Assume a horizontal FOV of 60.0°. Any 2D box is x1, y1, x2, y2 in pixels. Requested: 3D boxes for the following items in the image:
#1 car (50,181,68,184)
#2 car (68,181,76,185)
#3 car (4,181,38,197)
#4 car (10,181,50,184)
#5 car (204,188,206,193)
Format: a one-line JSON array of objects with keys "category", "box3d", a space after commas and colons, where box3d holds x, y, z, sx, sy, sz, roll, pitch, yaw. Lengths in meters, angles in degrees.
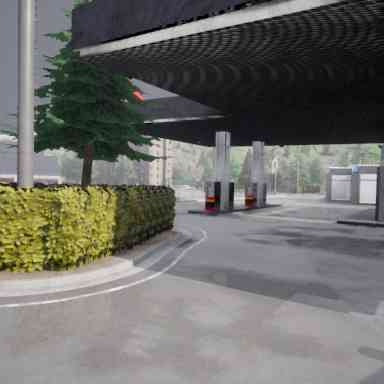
[{"category": "car", "box3d": [-26.846, -1.259, 65.438, 3.866, 1.878, 1.905, 2, 2, 35]}, {"category": "car", "box3d": [-25.511, -1.285, 68.052, 4.605, 1.855, 1.932, 2, 2, 35]}, {"category": "car", "box3d": [-21.811, -0.467, 42.415, 4.605, 1.855, 1.932, 2, 2, 35]}, {"category": "car", "box3d": [-17.272, -0.180, 35.202, 3.866, 1.878, 1.905, 2, 2, 35]}, {"category": "car", "box3d": [4.817, -0.318, 65.614, 5.027, 1.636, 2.152, 2, 2, 35]}]
